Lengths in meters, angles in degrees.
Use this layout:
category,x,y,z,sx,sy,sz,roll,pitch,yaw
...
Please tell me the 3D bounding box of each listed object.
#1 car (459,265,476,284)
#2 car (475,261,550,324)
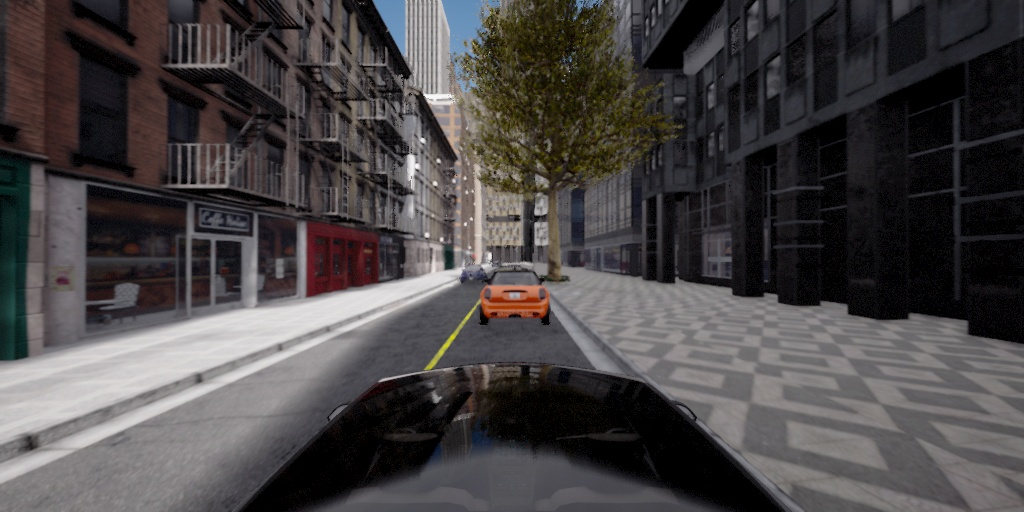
category,x,y,z,sx,sy,sz,roll,pitch,yaw
car,-3.094,1.445,29.457,1.812,1.442,4.674,0,0,0
car,0.091,1.174,12.390,2.097,1.767,4.553,0,0,0
